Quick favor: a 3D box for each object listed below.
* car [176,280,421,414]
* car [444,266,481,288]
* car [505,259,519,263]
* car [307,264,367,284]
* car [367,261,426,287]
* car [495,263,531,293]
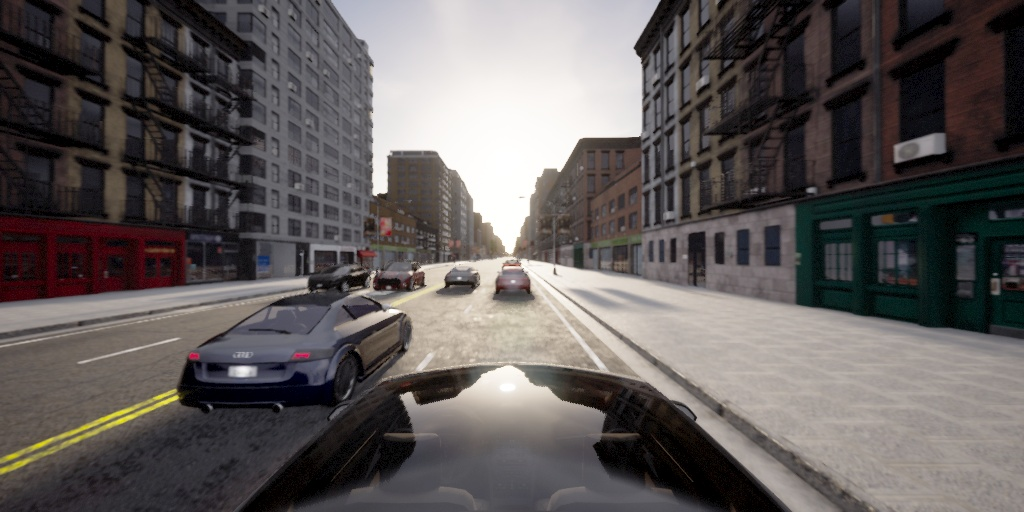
[{"bbox_3d":[-3.155,1.319,6.204,1.994,1.385,4.181,0,0,0],"label":"car"},{"bbox_3d":[-3.193,1.317,23.734,1.994,1.385,4.181,0,0,0],"label":"car"},{"bbox_3d":[0.017,1.102,38.607,2.097,1.767,4.553,0,0,0],"label":"car"},{"bbox_3d":[-9.890,1.243,20.911,1.882,1.535,5.008,0,0,0],"label":"car"},{"bbox_3d":[-6.639,1.112,21.553,2.097,1.767,4.553,0,0,0],"label":"car"},{"bbox_3d":[0.060,1.311,20.755,1.994,1.385,4.181,0,0,0],"label":"car"}]
